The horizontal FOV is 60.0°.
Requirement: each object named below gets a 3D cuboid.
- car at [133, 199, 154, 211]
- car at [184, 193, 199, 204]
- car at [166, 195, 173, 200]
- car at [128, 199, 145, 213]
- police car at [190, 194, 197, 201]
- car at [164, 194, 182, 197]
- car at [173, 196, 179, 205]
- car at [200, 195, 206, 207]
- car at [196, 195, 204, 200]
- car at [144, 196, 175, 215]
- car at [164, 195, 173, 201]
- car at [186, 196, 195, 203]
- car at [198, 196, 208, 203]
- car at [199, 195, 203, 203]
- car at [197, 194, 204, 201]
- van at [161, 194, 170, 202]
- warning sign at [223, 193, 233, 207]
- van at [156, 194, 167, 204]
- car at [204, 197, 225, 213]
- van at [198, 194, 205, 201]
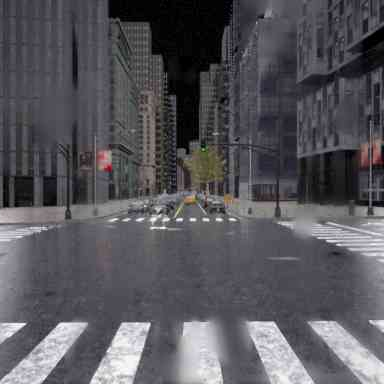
[{"bbox_3d":[-5.901,1.569,41.246,2.008,1.369,4.403,0,0,0],"label":"car"},{"bbox_3d":[-0.189,1.514,64.335,1.882,1.535,5.008,0,0,-1],"label":"car"},{"bbox_3d":[-6.246,1.651,93.709,1.802,1.307,4.206,0,0,0],"label":"car"},{"bbox_3d":[-5.868,1.566,36.254,2.008,1.369,4.403,0,0,0],"label":"car"},{"bbox_3d":[0.440,1.489,90.481,1.930,1.638,5.238,0,0,0],"label":"police car"},{"bbox_3d":[-3.333,1.523,58.898,2.128,1.511,4.902,0,0,0],"label":"car"},{"bbox_3d":[-3.254,1.567,44.278,2.033,1.411,5.357,0,0,0],"label":"car"},{"bbox_3d":[2.585,1.567,47.195,1.887,1.381,4.507,0,0,0],"label":"car"},{"bbox_3d":[2.275,1.620,94.244,2.008,1.369,4.403,0,0,0],"label":"car"},{"bbox_3d":[-3.195,1.506,33.791,2.128,1.511,4.902,0,0,0],"label":"car"},{"bbox_3d":[-6.211,1.613,88.296,2.008,1.369,4.403,0,0,0],"label":"car"},{"bbox_3d":[-0.355,1.571,74.627,2.128,1.511,4.902,0,0,0],"label":"car"},{"bbox_3d":[2.415,1.610,73.090,1.947,1.339,4.313,0,0,0],"label":"car"},{"bbox_3d":[2.549,1.577,52.639,2.008,1.369,4.403,0,0,0],"label":"car"},{"bbox_3d":[2.484,1.585,62.511,2.008,1.369,4.403,0,0,0],"label":"car"},{"bbox_3d":[-6.140,1.390,77.470,1.690,1.788,3.998,0,0,0],"label":"van"},{"bbox_3d":[4.905,1.136,45.397,1.300,1.860,1.060,0,0,0],"label":"warning sign"},{"bbox_3d":[-6.069,1.379,66.643,1.690,1.788,3.998,0,0,0],"label":"van"},{"bbox_3d":[2.657,1.566,36.306,2.008,1.369,4.403,0,0,0],"label":"car"},{"bbox_3d":[2.344,1.397,83.667,1.690,1.788,3.998,0,0,0],"label":"van"}]
